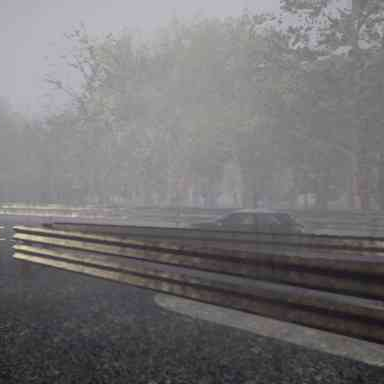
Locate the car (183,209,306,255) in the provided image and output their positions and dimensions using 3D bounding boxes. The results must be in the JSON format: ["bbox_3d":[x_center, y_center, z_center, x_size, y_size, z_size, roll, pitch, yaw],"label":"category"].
[{"bbox_3d":[1.943,1.474,12.967,4.856,1.649,2.033,0,0,23],"label":"car"}]
